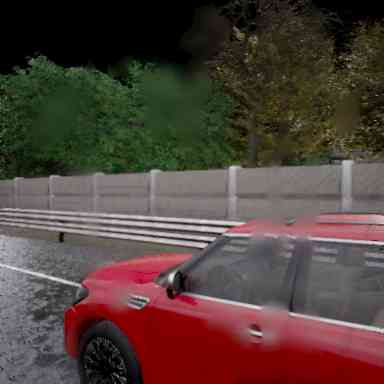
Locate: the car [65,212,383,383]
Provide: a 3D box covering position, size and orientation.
[{"bbox_3d":[1.159,1.219,3.168,5.566,2.045,2.150,0,0,36],"label":"car"}]
